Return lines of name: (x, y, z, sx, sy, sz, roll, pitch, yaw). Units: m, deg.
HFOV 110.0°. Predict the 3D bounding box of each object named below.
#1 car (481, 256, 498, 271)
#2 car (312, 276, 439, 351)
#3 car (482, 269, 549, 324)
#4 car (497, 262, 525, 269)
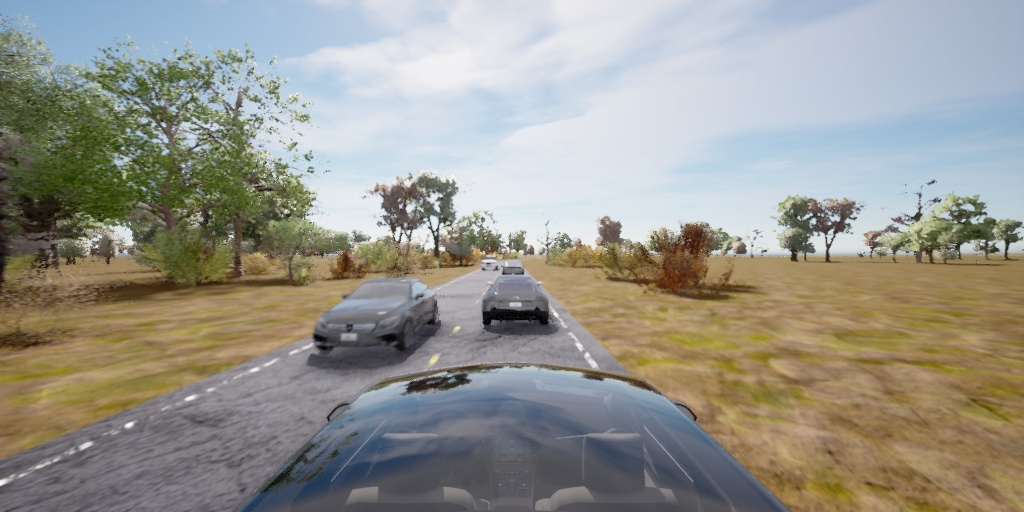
car: (-3.082, 0.950, 49.786, 2.150, 2.045, 5.566, 0, 0, 0)
car: (-3.087, 1.272, 9.100, 1.812, 1.442, 4.674, 0, 0, 0)
car: (0.100, 1.310, 11.887, 1.994, 1.385, 4.181, 0, 0, 0)
car: (0.098, 1.228, 30.846, 2.128, 1.511, 4.902, 0, 0, 0)
